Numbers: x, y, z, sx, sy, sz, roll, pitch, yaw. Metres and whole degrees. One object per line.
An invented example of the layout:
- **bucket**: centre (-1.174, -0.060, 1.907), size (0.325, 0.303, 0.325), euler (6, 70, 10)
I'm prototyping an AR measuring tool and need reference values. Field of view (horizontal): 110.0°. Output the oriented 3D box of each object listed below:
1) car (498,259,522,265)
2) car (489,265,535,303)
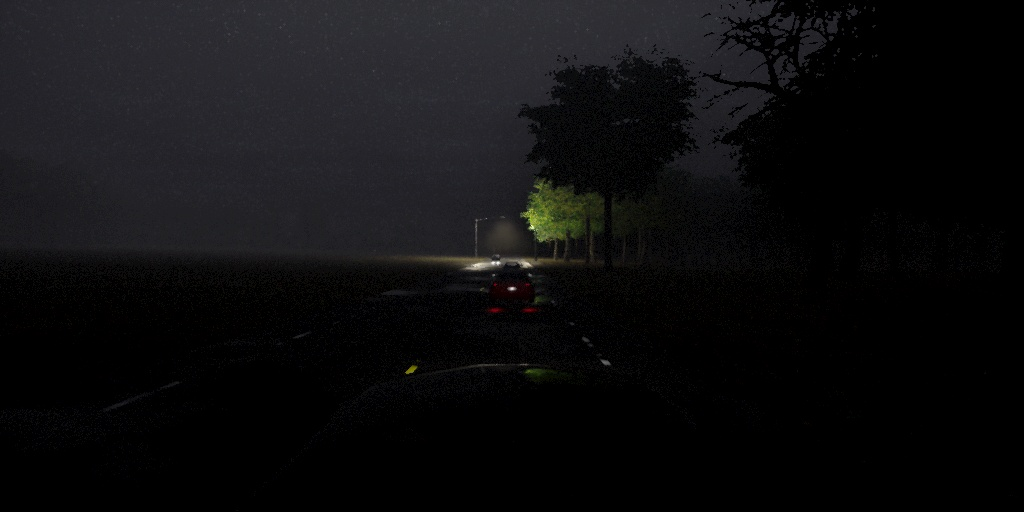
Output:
- **car**: centre (0.001, 1.199, 31.504), size (1.994, 1.385, 4.181), euler (0, 0, 0)
- **car**: centre (0.001, 1.286, 16.503), size (1.994, 1.385, 4.181), euler (0, 0, 0)
